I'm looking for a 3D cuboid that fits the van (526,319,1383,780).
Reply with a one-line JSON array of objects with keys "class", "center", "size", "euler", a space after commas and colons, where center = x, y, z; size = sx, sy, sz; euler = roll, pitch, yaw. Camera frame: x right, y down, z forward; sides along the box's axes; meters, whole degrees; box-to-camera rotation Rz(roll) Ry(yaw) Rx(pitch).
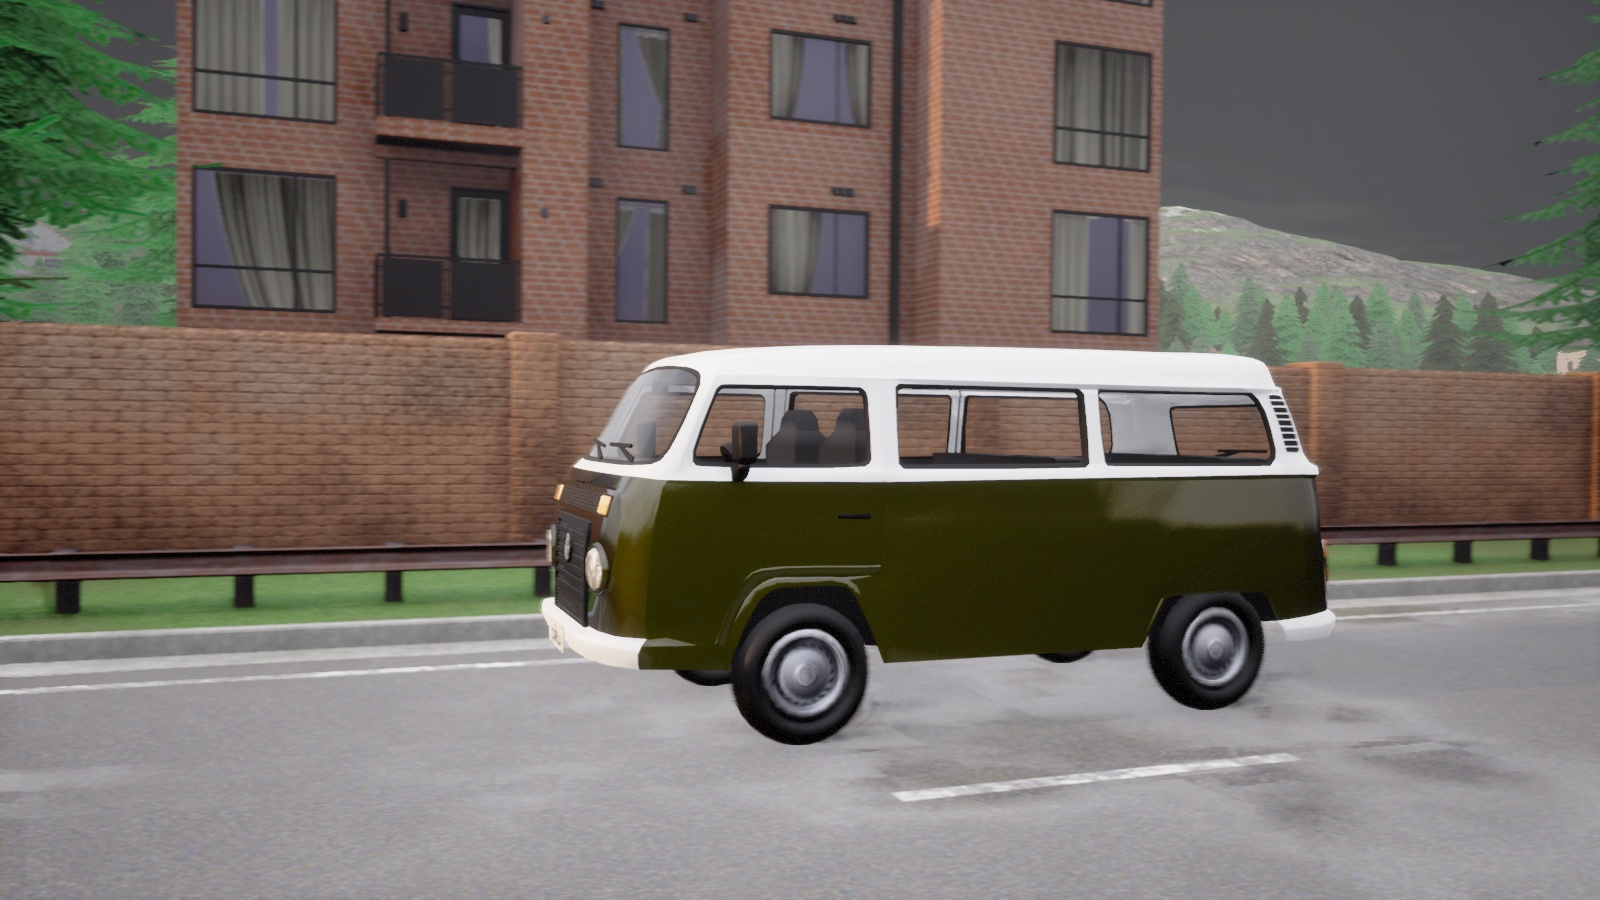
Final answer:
[{"class": "van", "center": [0.846, 0.393, 7.301], "size": [4.480, 2.038, 2.069], "euler": [-1, 1, -21]}]
